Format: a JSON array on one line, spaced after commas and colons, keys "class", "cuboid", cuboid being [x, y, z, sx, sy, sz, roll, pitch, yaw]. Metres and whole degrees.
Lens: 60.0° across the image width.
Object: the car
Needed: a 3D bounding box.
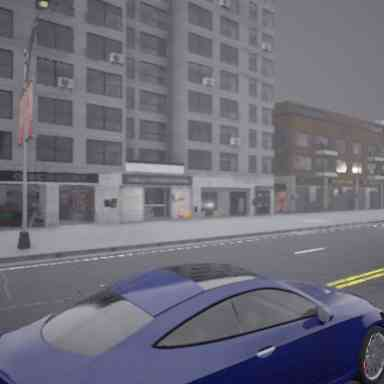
[{"class": "car", "cuboid": [0.349, 1.528, 3.688, 4.674, 1.442, 1.812, 0, 0, -36]}]
